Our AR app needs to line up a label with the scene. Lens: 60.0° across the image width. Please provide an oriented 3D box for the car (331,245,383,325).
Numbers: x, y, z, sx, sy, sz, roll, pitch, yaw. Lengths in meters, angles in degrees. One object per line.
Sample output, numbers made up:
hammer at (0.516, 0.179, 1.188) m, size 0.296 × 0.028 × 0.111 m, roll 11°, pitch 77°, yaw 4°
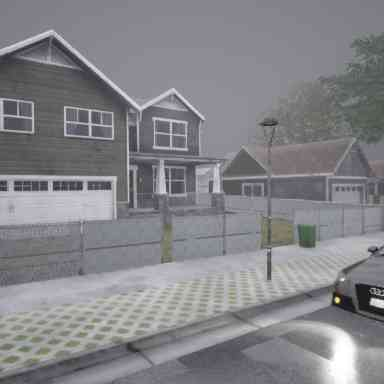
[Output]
car at (4.545, 1.566, 6.368) m, size 4.181 × 1.385 × 1.994 m, roll 0°, pitch 0°, yaw -36°
